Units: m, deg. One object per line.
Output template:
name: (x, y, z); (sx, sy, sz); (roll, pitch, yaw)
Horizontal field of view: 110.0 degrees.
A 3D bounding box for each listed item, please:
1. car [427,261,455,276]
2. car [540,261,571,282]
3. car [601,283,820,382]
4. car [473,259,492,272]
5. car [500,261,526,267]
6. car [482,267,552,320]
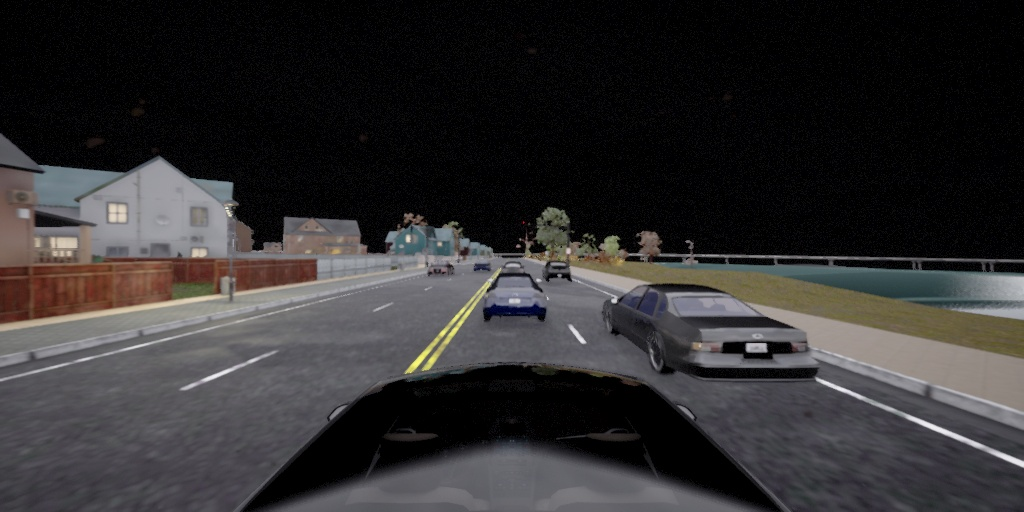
car: (-6.602, 1.148, 33.680); (1.994, 1.385, 4.181); (0, 0, 0)
car: (3.327, 1.118, 27.362); (1.837, 1.490, 4.892); (0, 0, 0)
car: (3.313, 1.266, 7.354); (2.033, 1.411, 5.357); (0, 0, 0)
car: (-3.326, 1.094, 41.470); (2.033, 1.411, 5.357); (0, 0, 0)
car: (0.079, 1.137, 27.881); (1.812, 1.442, 4.674); (0, 0, 0)
car: (0.081, 1.255, 12.307); (1.994, 1.385, 4.181); (0, 0, 0)
